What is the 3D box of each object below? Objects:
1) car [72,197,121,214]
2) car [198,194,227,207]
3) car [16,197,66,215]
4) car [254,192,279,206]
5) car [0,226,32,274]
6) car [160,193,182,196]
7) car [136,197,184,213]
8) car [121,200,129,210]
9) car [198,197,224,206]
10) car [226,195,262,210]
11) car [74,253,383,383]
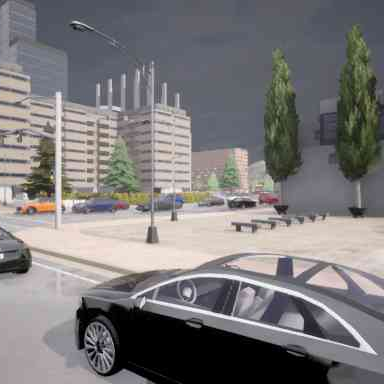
[{"bbox_3d":[-10.170,1.352,34.733,2.097,1.767,4.553,0,0,41],"label":"car"},{"bbox_3d":[2.845,1.491,49.741,2.128,1.511,4.902,0,0,41],"label":"car"},{"bbox_3d":[-15.432,1.352,34.102,2.097,1.767,4.553,0,0,42],"label":"car"},{"bbox_3d":[13.268,1.221,56.139,2.150,2.045,5.566,0,0,41],"label":"car"},{"bbox_3d":[-6.318,1.564,9.473,4.181,1.385,1.994,0,0,40],"label":"car"},{"bbox_3d":[-3.575,1.221,47.686,2.150,2.045,5.566,0,0,41],"label":"car"},{"bbox_3d":[-3.614,1.547,36.649,2.033,1.411,5.357,0,0,41],"label":"car"},{"bbox_3d":[-9.733,1.564,40.577,1.994,1.385,4.181,0,0,41],"label":"car"},{"bbox_3d":[3.141,1.526,55.403,1.812,1.442,4.674,0,0,41],"label":"car"},{"bbox_3d":[6.652,1.477,43.157,1.882,1.535,5.008,0,0,41],"label":"car"},{"bbox_3d":[0.588,1.492,3.855,4.902,1.511,2.128,0,0,37],"label":"car"}]
